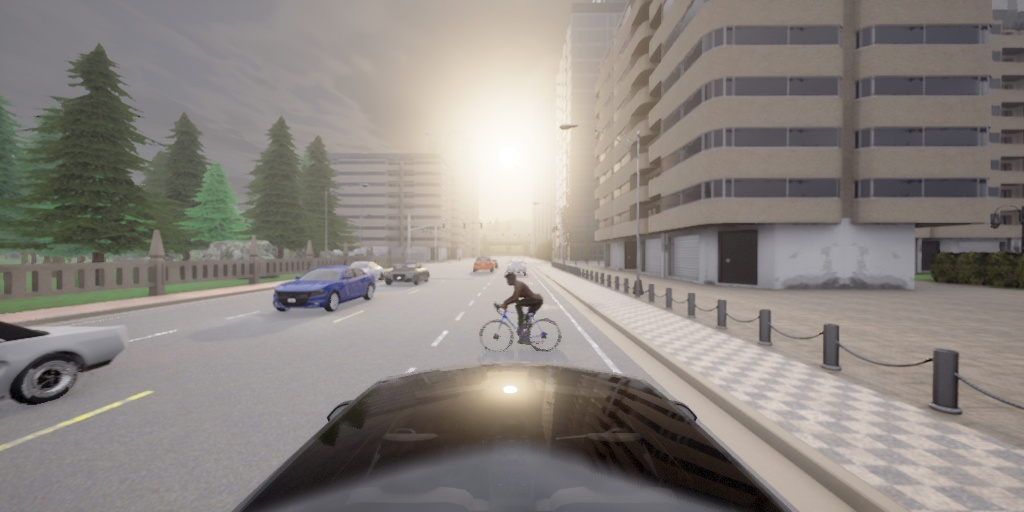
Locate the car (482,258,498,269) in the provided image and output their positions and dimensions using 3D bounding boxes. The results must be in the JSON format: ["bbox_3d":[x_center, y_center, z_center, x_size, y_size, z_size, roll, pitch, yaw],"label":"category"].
[{"bbox_3d":[-2.909,0.967,48.605,1.994,1.385,4.181,0,0,0],"label":"car"}]

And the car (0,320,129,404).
[{"bbox_3d":[-7.098,1.325,3.468,1.895,1.301,4.718,0,0,1],"label":"car"}]

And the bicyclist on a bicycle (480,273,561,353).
[{"bbox_3d":[0.156,1.156,7.232,1.656,1.620,0.582,-1,0,1],"label":"bicyclist on a bicycle"}]

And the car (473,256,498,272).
[{"bbox_3d":[-3.012,0.821,39.673,2.097,1.767,4.553,0,1,1],"label":"car"}]

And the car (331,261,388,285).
[{"bbox_3d":[-10.279,1.090,24.578,1.812,1.442,4.674,0,0,1],"label":"car"}]

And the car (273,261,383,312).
[{"bbox_3d":[-6.982,1.126,13.904,1.882,1.535,5.008,0,0,1],"label":"car"}]

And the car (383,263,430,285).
[{"bbox_3d":[-6.861,1.140,23.880,1.994,1.385,4.181,0,0,1],"label":"car"}]

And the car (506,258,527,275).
[{"bbox_3d":[0.438,1.035,34.886,1.812,1.442,4.674,0,0,1],"label":"car"}]
